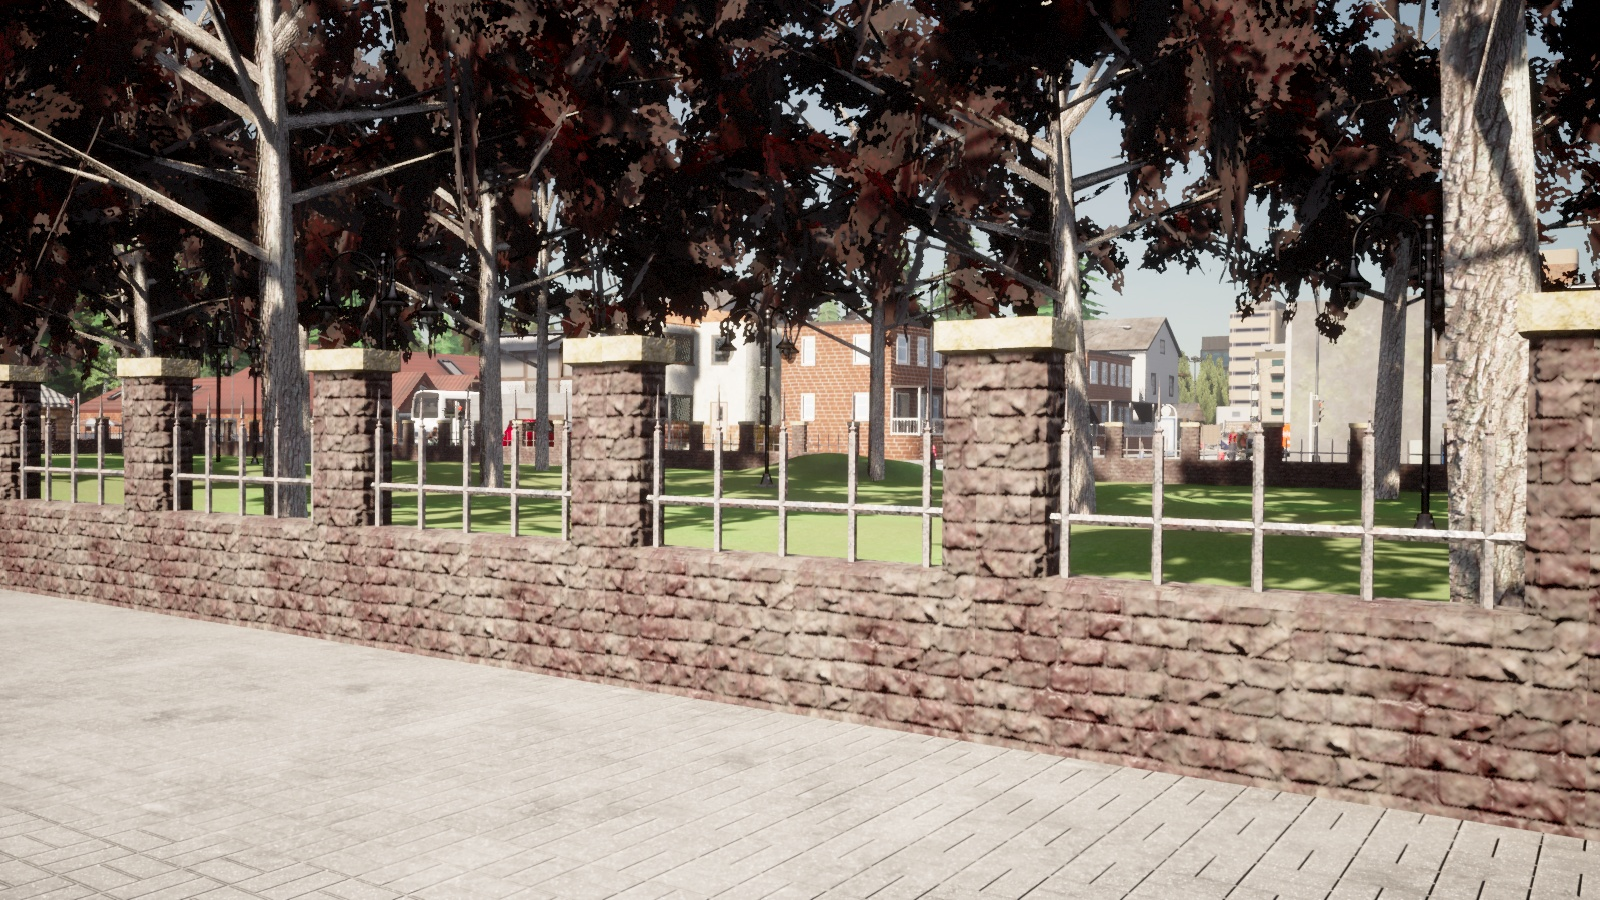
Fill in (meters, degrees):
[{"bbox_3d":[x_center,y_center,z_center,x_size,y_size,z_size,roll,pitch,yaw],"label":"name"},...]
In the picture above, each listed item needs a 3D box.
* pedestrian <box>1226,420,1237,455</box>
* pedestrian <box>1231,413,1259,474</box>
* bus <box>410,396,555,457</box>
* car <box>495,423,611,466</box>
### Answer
[{"bbox_3d":[22.614,-0.662,65.811,0.331,1.846,0.636,0,1,44],"label":"pedestrian"},{"bbox_3d":[13.585,-0.205,38.335,0.720,1.854,0.376,0,1,34],"label":"pedestrian"},{"bbox_3d":[-23.251,-1.701,92.721,3.944,4.253,10.273,0,1,34],"label":"bus"},{"bbox_3d":[-12.168,-0.283,61.803,5.566,2.045,2.150,0,1,30],"label":"car"}]
